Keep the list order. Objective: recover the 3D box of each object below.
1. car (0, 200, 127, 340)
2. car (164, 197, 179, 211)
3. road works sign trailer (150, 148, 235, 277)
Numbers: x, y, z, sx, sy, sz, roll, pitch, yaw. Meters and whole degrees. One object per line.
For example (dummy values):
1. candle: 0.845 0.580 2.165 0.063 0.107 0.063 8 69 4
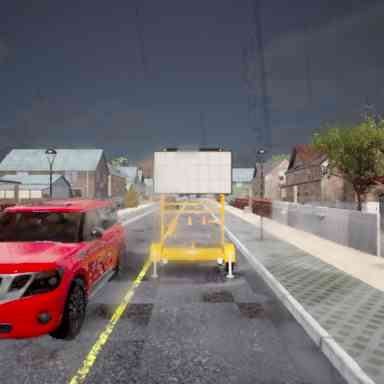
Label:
1. car: -2.841 1.225 6.914 2.150 2.045 5.566 0 0 0
2. car: -2.707 1.429 41.620 2.097 1.767 4.553 0 0 0
3. road works sign trailer: 0.024 0.471 10.199 2.380 3.560 2.880 0 0 0
